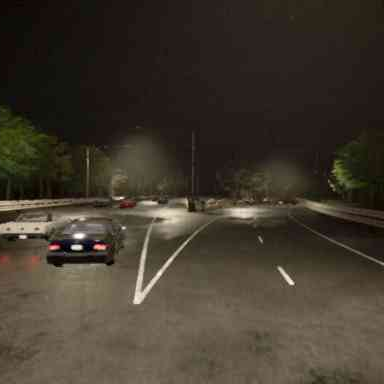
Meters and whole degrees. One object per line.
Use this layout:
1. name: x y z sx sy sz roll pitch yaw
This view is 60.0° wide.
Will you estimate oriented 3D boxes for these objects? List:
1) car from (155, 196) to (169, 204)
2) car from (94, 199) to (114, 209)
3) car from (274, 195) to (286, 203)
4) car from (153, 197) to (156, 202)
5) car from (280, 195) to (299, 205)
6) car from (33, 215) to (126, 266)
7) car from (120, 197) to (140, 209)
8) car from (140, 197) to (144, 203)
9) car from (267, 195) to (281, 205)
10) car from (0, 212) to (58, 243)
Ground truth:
1. car: -6.027 1.903 71.363 1.994 1.385 4.181 1 0 2
2. car: -13.019 1.715 49.241 2.033 1.411 5.357 1 0 -1
3. car: 21.842 1.747 82.425 2.150 2.045 5.566 0 0 23
4. car: -8.912 1.907 86.384 1.837 1.490 4.892 1 0 4
5. car: 21.269 1.820 72.232 2.150 2.045 5.566 0 0 23
6. car: -3.437 1.582 11.633 2.033 1.411 5.357 1 0 -6
7. car: -9.404 1.768 49.466 1.994 1.385 4.181 1 0 -1
8. car: -12.764 1.856 79.495 1.812 1.442 4.674 1 0 2
9. car: 17.870 1.932 73.188 2.097 1.767 4.553 0 0 23
10. car: -7.383 1.629 16.355 1.895 1.301 4.718 1 0 -5
